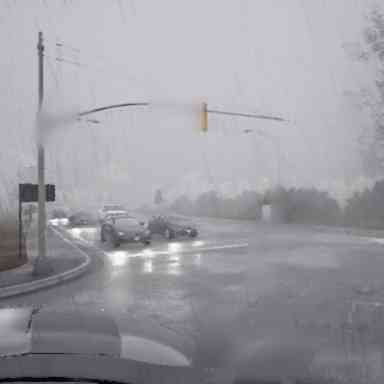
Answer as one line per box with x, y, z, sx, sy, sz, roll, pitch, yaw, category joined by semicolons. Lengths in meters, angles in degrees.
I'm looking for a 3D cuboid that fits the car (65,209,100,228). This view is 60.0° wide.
-10.240;2.546;30.854;1.994;1.385;4.181;0;-2;-27;car

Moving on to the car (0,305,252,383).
-1.717;1.622;2.114;4.674;1.442;1.812;0;-2;-24;car

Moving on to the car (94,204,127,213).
-8.222;2.258;34.570;2.150;2.045;5.566;0;-1;-27;car

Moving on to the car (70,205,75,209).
-29.691;4.084;85.758;2.097;1.767;4.553;0;-2;-24;car

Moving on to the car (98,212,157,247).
-3.742;2.071;18.263;1.812;1.442;4.674;0;-2;-27;car

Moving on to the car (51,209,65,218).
-20.016;3.248;50.025;1.895;1.301;4.718;0;-2;-27;car

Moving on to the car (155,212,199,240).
-1.299;2.080;21.157;1.837;1.490;4.892;0;-2;-27;car

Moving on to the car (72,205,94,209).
-16.937;3.182;51.692;1.812;1.442;4.674;0;-2;-27;car
